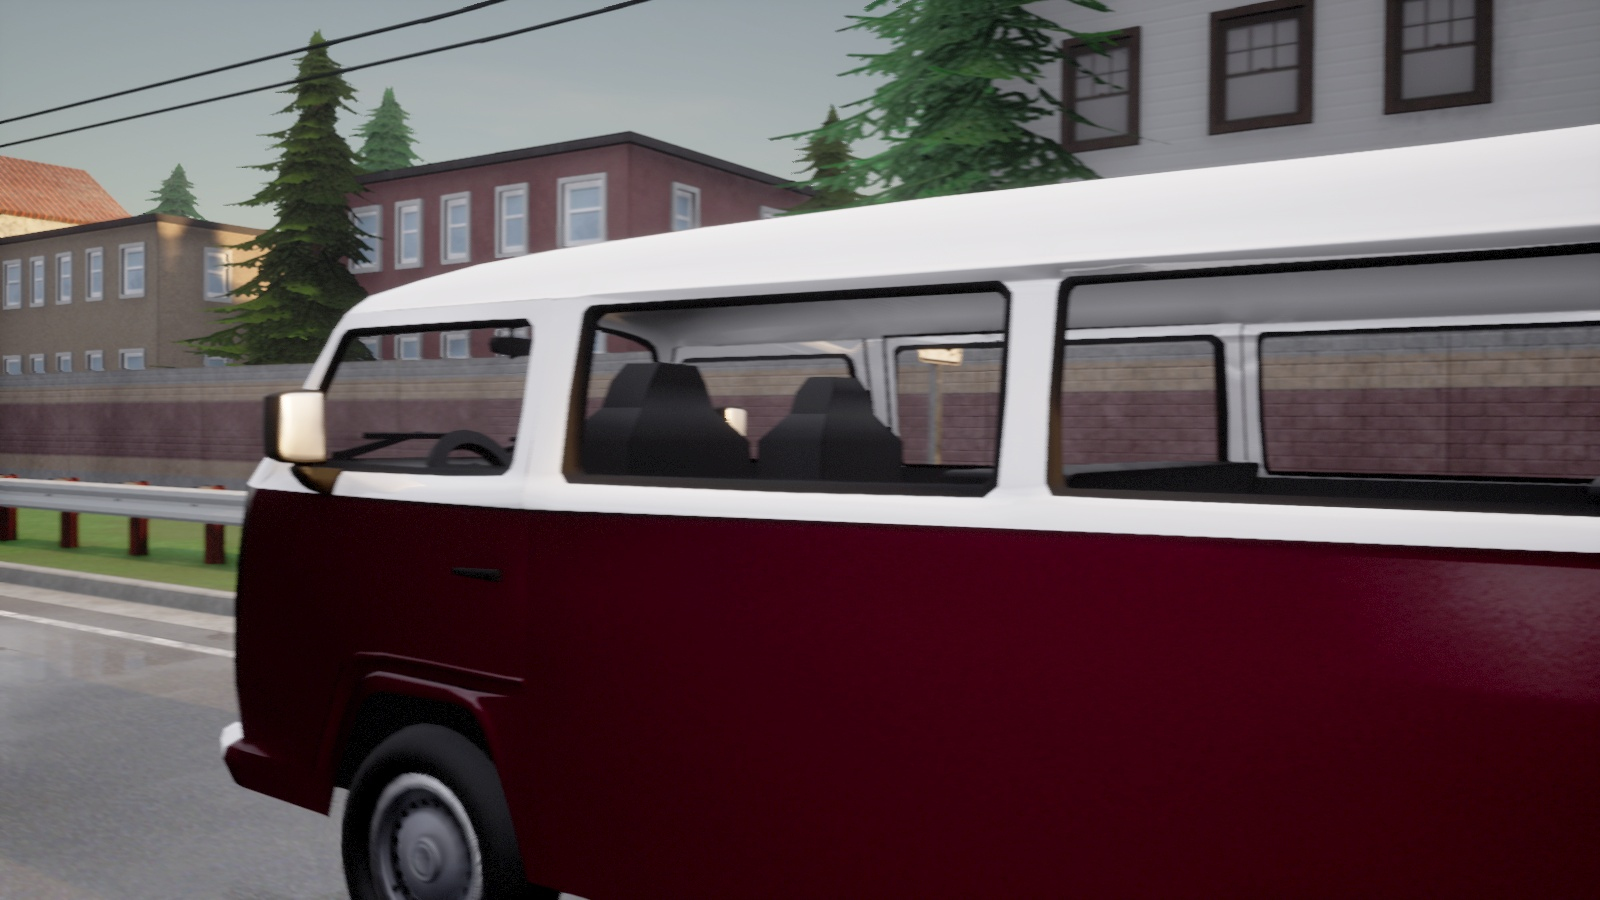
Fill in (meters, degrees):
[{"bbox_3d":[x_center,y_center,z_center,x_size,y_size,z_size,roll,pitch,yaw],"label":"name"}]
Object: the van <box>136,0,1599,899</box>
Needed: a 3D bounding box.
[{"bbox_3d":[0.525,0.406,3.269,4.480,2.038,2.069,0,1,34],"label":"van"}]
